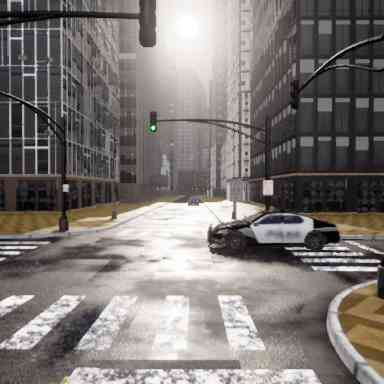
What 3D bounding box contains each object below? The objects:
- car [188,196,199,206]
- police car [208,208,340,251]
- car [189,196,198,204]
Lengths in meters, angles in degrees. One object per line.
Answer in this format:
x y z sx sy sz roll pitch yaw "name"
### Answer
0.258 1.624 56.279 1.895 1.301 4.718 0 0 0 "car"
3.160 1.484 13.446 4.974 1.542 2.038 0 1 2 "police car"
0.304 1.561 66.266 1.812 1.442 4.674 0 0 0 "car"
